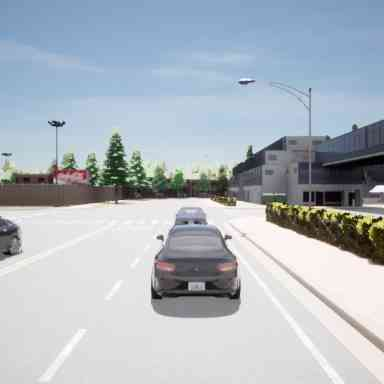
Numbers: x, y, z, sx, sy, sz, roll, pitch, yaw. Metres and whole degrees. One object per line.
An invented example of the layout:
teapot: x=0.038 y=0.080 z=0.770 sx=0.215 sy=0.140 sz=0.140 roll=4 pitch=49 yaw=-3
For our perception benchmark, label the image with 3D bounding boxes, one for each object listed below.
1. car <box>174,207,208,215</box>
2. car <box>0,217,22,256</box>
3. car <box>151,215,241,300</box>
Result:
car: x=-0.054 y=1.547 z=18.900 sx=2.033 sy=1.411 sz=5.357 roll=0 pitch=0 yaw=0
car: x=-7.144 y=1.505 z=10.300 sx=1.837 sy=1.490 sz=4.892 roll=0 pitch=0 yaw=0
car: x=0.063 y=1.526 z=8.266 sx=1.812 sy=1.442 sz=4.674 roll=0 pitch=0 yaw=-1
